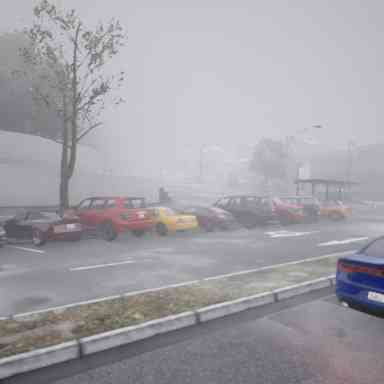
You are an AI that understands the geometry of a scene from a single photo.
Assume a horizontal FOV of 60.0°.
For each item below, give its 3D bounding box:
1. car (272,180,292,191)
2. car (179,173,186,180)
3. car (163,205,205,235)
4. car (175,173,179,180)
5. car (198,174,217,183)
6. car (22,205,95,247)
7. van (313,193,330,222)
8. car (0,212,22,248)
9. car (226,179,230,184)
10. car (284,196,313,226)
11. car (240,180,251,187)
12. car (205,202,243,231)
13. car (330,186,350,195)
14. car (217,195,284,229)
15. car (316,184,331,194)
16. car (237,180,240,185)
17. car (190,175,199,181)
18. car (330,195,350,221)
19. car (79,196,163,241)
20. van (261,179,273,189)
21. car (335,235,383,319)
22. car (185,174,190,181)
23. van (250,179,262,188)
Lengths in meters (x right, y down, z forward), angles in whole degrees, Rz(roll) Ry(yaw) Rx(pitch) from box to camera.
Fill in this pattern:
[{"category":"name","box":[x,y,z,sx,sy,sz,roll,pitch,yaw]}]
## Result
[{"category":"car","box":[18.302,-1.014,65.655,2.231,1.521,4.892,7,3,35]},{"category":"car","box":[-0.792,-4.107,92.724,2.185,1.767,4.553,4,1,34]},{"category":"car","box":[-2.223,1.499,18.812,5.366,1.575,1.946,-1,-1,35]},{"category":"car","box":[-2.562,-4.384,95.073,2.435,2.045,5.566,1,-1,34]},{"category":"car","box":[4.577,-3.198,85.524,1.946,1.575,5.366,7,3,34]},{"category":"car","box":[-6.991,1.523,15.244,4.792,1.488,2.163,-1,-1,35]},{"category":"van","box":[7.869,1.288,25.563,4.442,1.987,1.878,-1,-1,35]},{"category":"car","box":[-9.413,1.493,13.500,4.892,1.521,2.231,-1,-1,35]},{"category":"car","box":[9.676,-2.339,78.010,2.002,1.452,4.674,7,3,35]},{"category":"car","box":[5.328,1.259,23.896,5.566,2.045,2.435,-1,-1,35]},{"category":"car","box":[13.245,-1.834,73.224,1.946,1.575,5.366,7,3,35]},{"category":"car","box":[0.385,1.543,20.438,4.674,1.452,2.002,-1,-1,35]},{"category":"car","box":[25.195,0.114,55.791,2.002,1.452,4.674,7,3,35]},{"category":"car","box":[2.813,1.256,22.193,5.566,2.045,2.435,-1,-1,35]},{"category":"car","box":[23.506,-0.448,58.264,2.435,2.045,5.566,7,3,35]},{"category":"car","box":[11.416,-2.065,75.546,2.002,1.452,4.674,7,4,35]},{"category":"car","box":[2.728,-3.720,87.785,2.435,2.045,5.566,7,4,34]},{"category":"car","box":[10.279,1.393,27.311,4.553,1.767,2.185,-1,-1,35]},{"category":"car","box":[-4.545,1.245,16.987,5.566,2.045,2.435,-1,-1,35]},{"category":"van","box":[16.544,-1.513,68.018,1.878,1.987,4.442,7,4,35]},{"category":"car","box":[4.885,1.484,6.601,5.008,1.535,1.882,0,0,-35]},{"category":"car","box":[0.936,-3.872,90.253,2.185,1.767,4.553,6,3,34]},{"category":"van","box":[14.817,-1.786,70.491,1.878,1.987,4.442,7,4,35]}]
